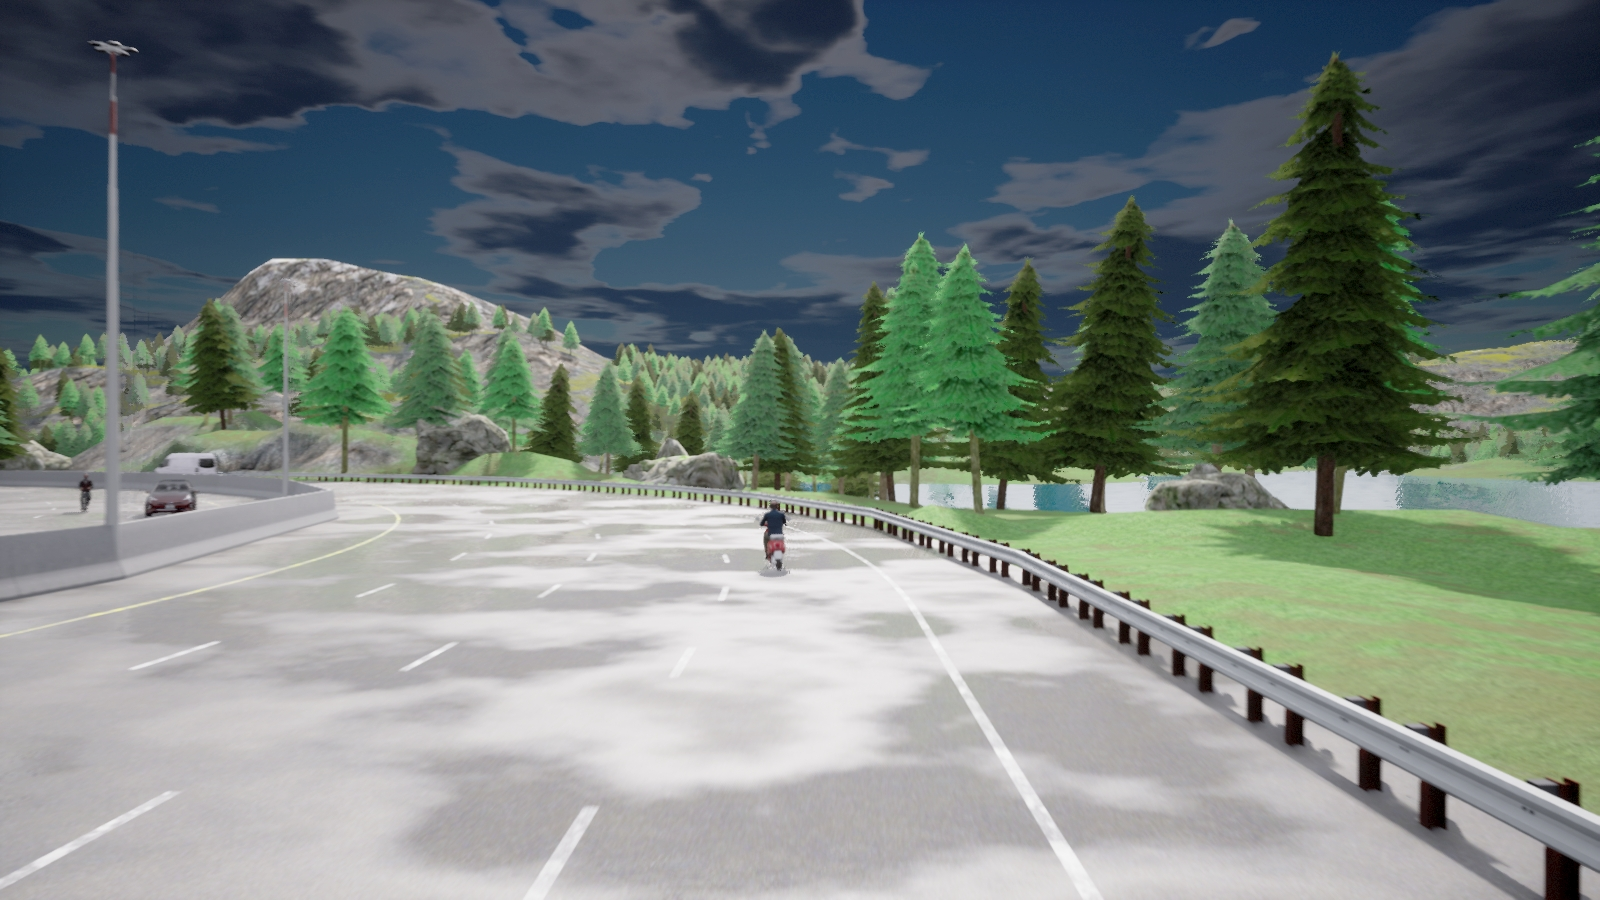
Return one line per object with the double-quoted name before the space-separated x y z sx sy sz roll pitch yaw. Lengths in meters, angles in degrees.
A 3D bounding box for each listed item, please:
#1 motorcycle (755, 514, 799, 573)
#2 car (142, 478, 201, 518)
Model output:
"motorcycle" -0.570 2.201 27.243 0.856 1.236 1.805 -2 0 -6
"car" -27.213 2.058 49.613 2.007 1.525 4.514 0 0 -26
